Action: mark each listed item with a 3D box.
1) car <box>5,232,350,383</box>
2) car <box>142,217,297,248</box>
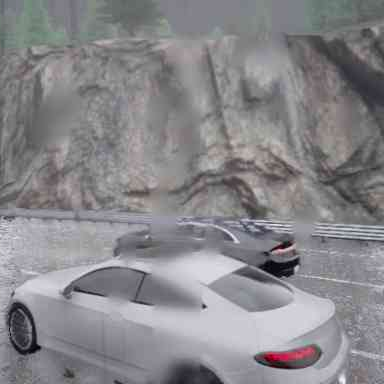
[{"bbox_3d":[-0.526,1.465,4.350,4.674,1.442,1.812,0,1,34],"label":"car"},{"bbox_3d":[0.150,1.373,8.226,4.902,1.511,2.128,0,1,33],"label":"car"}]
